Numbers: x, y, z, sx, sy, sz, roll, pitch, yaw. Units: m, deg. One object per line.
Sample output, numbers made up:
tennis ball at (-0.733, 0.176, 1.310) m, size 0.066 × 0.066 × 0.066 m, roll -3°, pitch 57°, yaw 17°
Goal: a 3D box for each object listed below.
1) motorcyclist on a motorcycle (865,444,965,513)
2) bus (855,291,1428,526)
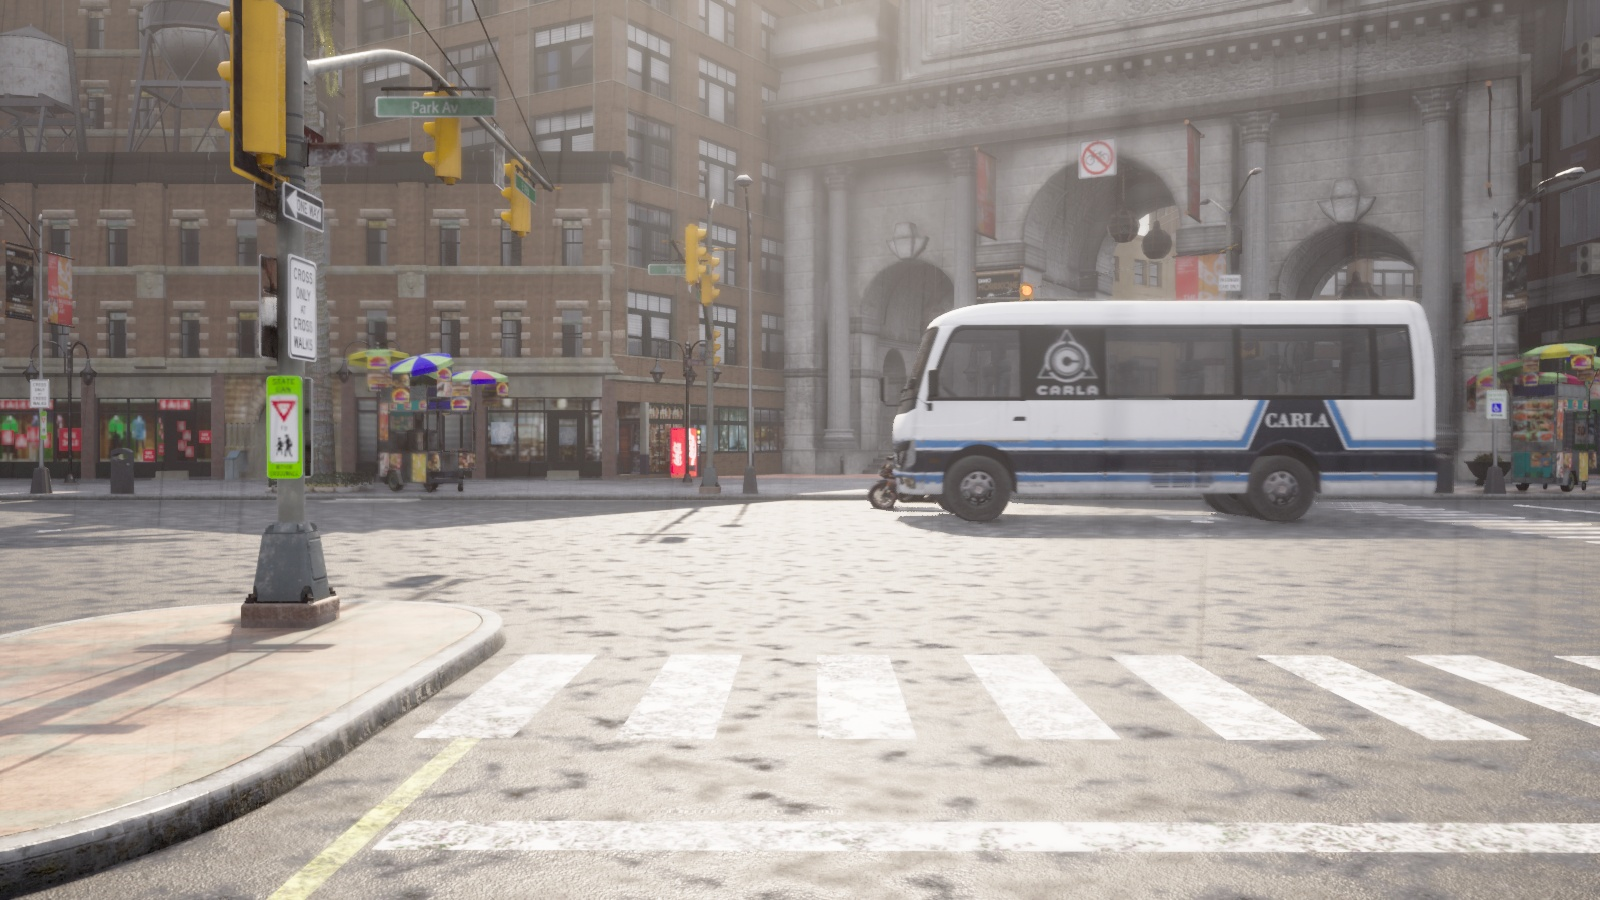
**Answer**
motorcyclist on a motorcycle at (2.576, 0.623, 28.378) m, size 2.191 × 1.530 × 0.866 m, roll 0°, pitch 0°, yaw 1°
bus at (6.281, -0.765, 24.817) m, size 10.273 × 4.253 × 3.944 m, roll 0°, pitch 0°, yaw 1°
